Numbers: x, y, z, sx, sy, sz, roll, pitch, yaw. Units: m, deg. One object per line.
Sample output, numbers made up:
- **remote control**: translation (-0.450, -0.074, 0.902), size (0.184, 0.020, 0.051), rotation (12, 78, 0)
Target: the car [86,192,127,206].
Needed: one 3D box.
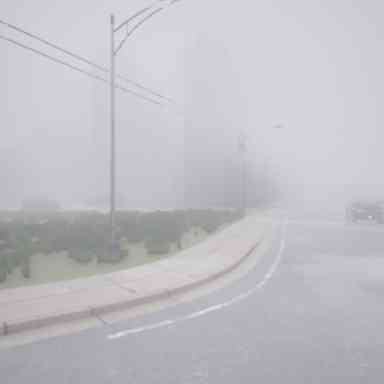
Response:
- **car**: translation (-11.482, 1.067, 44.958), size (5.566, 2.045, 2.150), rotation (0, 0, 15)

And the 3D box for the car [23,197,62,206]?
- **car**: translation (-17.179, 1.367, 38.459), size (2.242, 1.667, 4.611), rotation (0, 0, 16)

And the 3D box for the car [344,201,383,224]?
- **car**: translation (12.428, 1.404, 24.247), size (1.837, 1.490, 4.892), rotation (0, 0, 17)
